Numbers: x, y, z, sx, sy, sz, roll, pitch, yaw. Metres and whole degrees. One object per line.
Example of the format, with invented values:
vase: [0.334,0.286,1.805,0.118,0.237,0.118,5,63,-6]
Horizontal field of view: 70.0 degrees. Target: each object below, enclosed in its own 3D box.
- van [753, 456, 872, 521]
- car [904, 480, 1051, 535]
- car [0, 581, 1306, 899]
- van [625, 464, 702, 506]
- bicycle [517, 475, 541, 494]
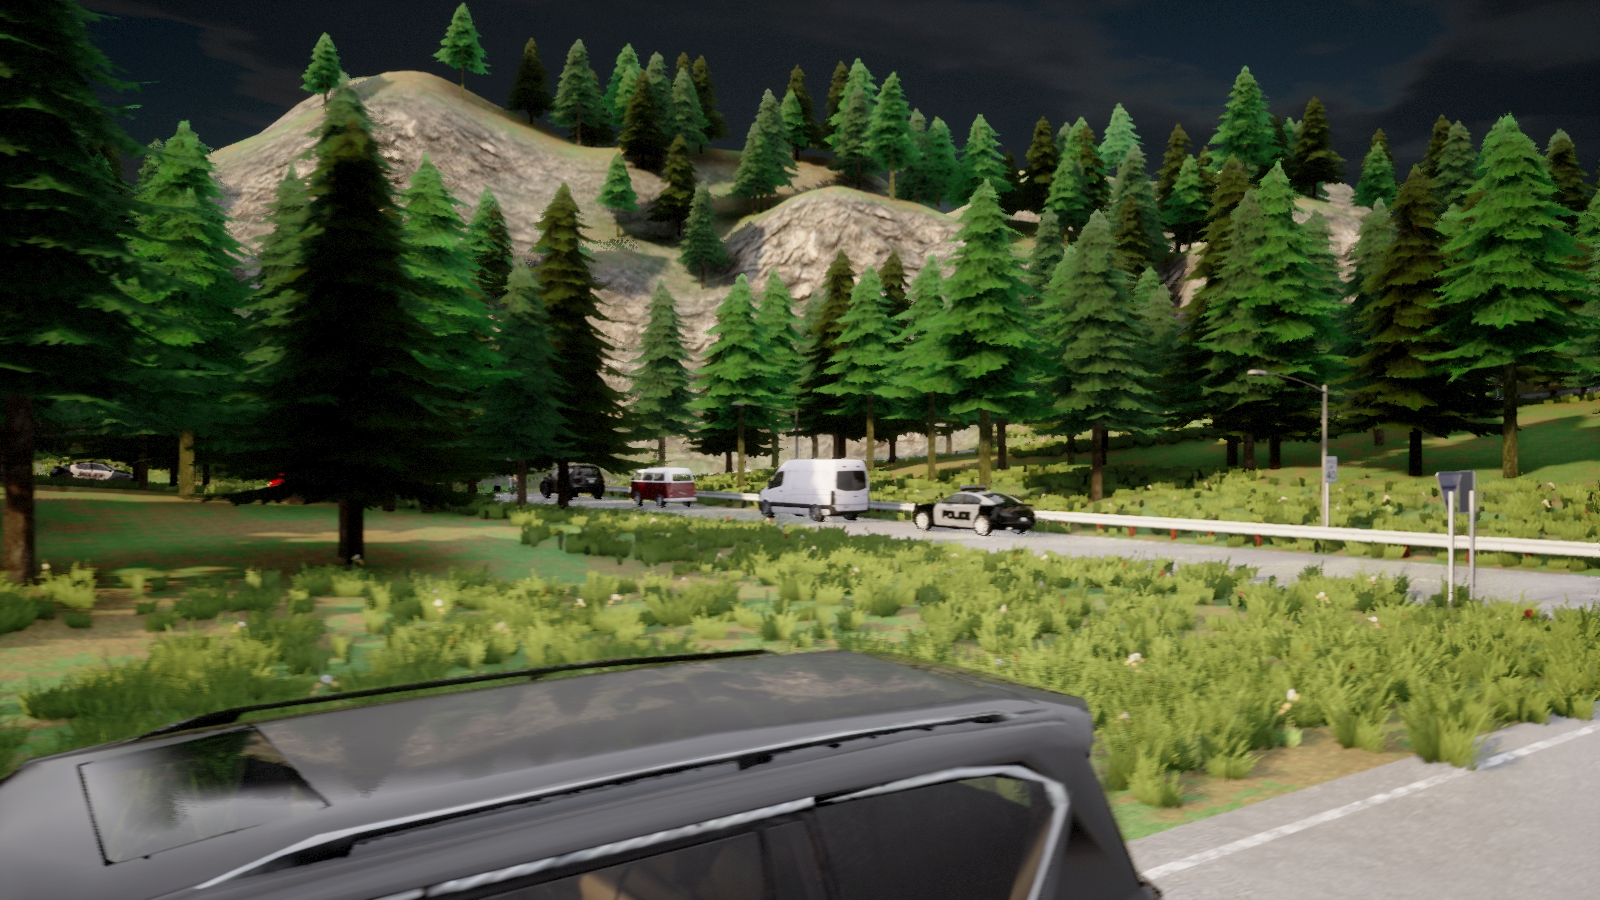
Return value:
van: [0.436,1.535,48.497,1.988,2.561,5.915,0,0,-35]
car: [6.190,1.983,40.500,2.097,1.638,5.238,0,0,-35]
car: [-1.283,1.639,2.910,5.566,2.045,2.150,0,0,-35]
van: [-7.130,1.783,59.284,2.069,2.038,4.480,0,0,-35]
bicycle: [-17.391,2.209,73.220,0.859,1.176,1.487,-2,1,-43]
